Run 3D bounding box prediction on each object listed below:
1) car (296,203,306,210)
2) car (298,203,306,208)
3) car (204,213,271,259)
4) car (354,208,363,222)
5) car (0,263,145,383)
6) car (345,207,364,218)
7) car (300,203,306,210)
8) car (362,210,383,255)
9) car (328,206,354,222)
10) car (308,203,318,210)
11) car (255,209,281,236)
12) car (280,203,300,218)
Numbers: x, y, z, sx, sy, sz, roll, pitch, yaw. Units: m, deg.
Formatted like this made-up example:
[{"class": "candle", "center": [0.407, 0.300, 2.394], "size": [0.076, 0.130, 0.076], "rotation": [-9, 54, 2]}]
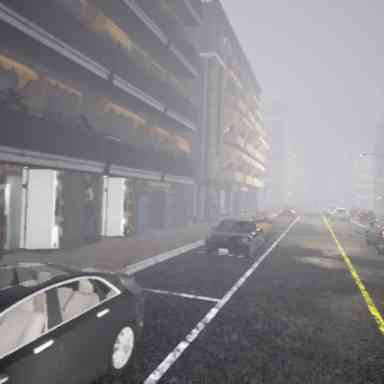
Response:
[{"class": "car", "center": [25.298, 3.302, 77.408], "size": [2.008, 1.369, 4.403], "rotation": [2, -1, 20]}, {"class": "car", "center": [29.711, 3.633, 89.543], "size": [1.802, 1.307, 4.206], "rotation": [2, -1, 20]}, {"class": "car", "center": [1.884, 1.767, 13.816], "size": [1.947, 1.339, 4.313], "rotation": [2, -1, 20]}, {"class": "car", "center": [19.498, 2.672, 37.413], "size": [1.887, 1.381, 4.507], "rotation": [2, -1, 20]}, {"class": "car", "center": [-2.018, 1.500, 3.217], "size": [2.008, 1.369, 4.403], "rotation": [2, -1, 20]}, {"class": "car", "center": [23.400, 2.936, 48.012], "size": [2.008, 1.369, 4.403], "rotation": [2, -1, 20]}, {"class": "car", "center": [23.346, 3.171, 72.109], "size": [2.008, 1.369, 4.403], "rotation": [2, -1, 20]}, {"class": "car", "center": [9.517, 1.872, 15.462], "size": [2.097, 1.767, 4.553], "rotation": [2, -1, 20]}, {"class": "car", "center": [16.592, 2.535, 37.206], "size": [1.812, 1.442, 4.674], "rotation": [2, -1, 21]}, {"class": "car", "center": [26.868, 3.271, 73.882], "size": [2.128, 1.511, 4.902], "rotation": [2, -1, 20]}, {"class": "car", "center": [3.778, 1.850, 18.957], "size": [1.752, 1.417, 4.829], "rotation": [2, -1, 20]}, {"class": "car", "center": [11.645, 2.281, 40.314], "size": [1.967, 1.590, 4.097], "rotation": [2, -1, 20]}]
